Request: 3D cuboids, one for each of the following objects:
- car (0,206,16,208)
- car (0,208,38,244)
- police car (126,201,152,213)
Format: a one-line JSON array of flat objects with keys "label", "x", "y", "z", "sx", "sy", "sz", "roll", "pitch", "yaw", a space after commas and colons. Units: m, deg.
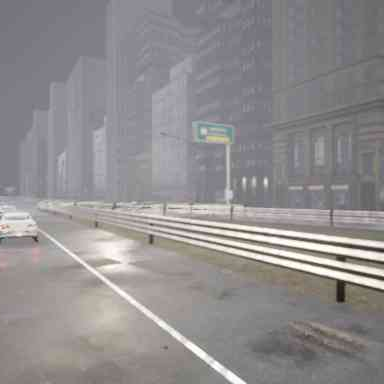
[{"label": "car", "x": -17.791, "y": 2.036, "z": 32.165, "sx": 1.812, "sy": 1.442, "sz": 4.674, "roll": 0, "pitch": -1, "yaw": -30}, {"label": "car", "x": -9.297, "y": 1.798, "z": 17.618, "sx": 1.812, "sy": 1.442, "sz": 4.674, "roll": 0, "pitch": -1, "yaw": -30}, {"label": "police car", "x": -7.901, "y": 2.199, "z": 49.389, "sx": 5.238, "sy": 1.638, "sz": 1.930, "roll": -1, "pitch": -1, "yaw": 41}]
